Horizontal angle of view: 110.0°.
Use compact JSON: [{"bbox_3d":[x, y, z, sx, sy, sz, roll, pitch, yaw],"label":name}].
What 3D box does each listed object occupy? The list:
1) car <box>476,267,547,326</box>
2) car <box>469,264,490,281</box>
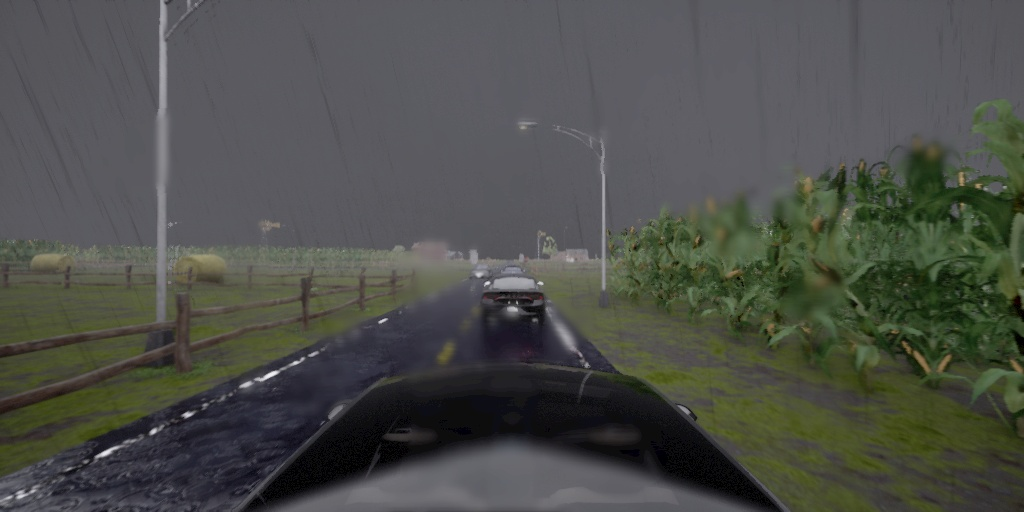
[{"bbox_3d":[0.072,1.313,12.117,1.882,1.535,5.008,0,0,0],"label":"car"},{"bbox_3d":[-2.843,1.504,33.548,2.128,1.511,4.902,0,0,0],"label":"car"}]
